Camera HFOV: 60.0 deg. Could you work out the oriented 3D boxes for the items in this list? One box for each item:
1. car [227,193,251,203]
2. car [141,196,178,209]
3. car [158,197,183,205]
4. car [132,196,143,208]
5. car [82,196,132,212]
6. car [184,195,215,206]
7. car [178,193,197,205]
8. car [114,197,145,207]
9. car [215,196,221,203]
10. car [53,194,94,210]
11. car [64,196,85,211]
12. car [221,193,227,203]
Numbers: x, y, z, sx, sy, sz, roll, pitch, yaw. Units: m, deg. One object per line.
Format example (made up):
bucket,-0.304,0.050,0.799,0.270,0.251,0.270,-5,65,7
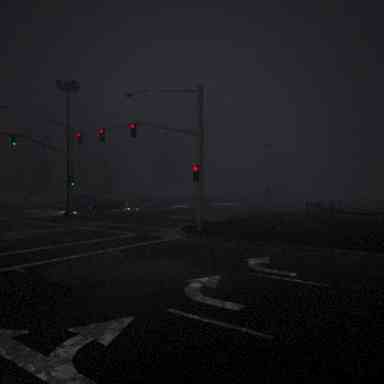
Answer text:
car,9.836,1.230,66.532,2.150,2.045,5.566,0,0,36
car,-4.461,1.610,46.244,1.895,1.301,4.718,0,0,35
car,-3.839,1.612,59.348,1.895,1.301,4.718,0,0,35
car,-7.093,1.362,48.589,2.097,1.767,4.553,0,0,35
car,-9.757,1.500,38.644,2.128,1.511,4.902,0,0,35
car,1.322,1.609,54.523,1.895,1.301,4.718,0,0,35
car,-0.327,1.233,58.265,2.150,2.045,5.566,0,0,36
car,-9.537,1.537,51.197,1.812,1.442,4.674,0,0,35
car,3.307,1.505,69.400,2.128,1.511,4.902,0,0,35
car,-15.104,1.232,43.209,2.150,2.045,5.566,0,0,35
car,-12.495,1.557,40.839,2.033,1.411,5.357,0,0,35
car,7.699,1.174,69.527,2.150,2.045,5.566,0,0,36
